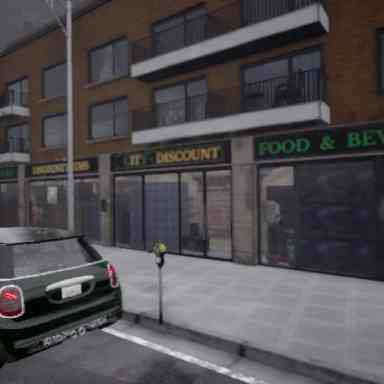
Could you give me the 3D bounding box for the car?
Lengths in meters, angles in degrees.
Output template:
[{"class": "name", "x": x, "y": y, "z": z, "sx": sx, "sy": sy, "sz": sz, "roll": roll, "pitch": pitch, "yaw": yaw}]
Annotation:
[{"class": "car", "x": -3.380, "y": 1.391, "z": 5.810, "sx": 4.553, "sy": 1.767, "sz": 2.097, "roll": 0, "pitch": 0, "yaw": 36}]
